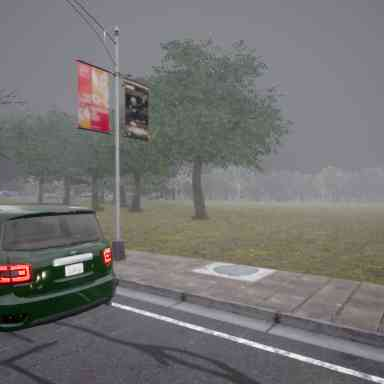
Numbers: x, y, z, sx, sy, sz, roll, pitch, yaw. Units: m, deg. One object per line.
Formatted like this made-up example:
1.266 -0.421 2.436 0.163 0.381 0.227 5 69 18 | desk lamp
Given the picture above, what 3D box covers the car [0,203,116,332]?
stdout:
-3.889 1.235 6.415 5.566 2.045 2.150 0 0 36 | car
